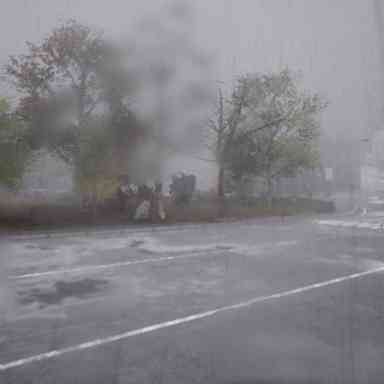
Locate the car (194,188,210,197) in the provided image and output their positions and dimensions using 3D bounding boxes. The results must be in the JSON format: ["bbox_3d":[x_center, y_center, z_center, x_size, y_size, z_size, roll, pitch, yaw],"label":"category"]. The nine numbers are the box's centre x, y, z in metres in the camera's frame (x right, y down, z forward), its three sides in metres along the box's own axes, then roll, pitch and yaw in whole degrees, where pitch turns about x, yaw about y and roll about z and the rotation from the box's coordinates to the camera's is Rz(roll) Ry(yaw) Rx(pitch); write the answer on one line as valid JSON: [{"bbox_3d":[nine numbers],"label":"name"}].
[{"bbox_3d":[2.907,0.226,65.502,2.435,2.045,5.566,-1,1,16],"label":"car"}]

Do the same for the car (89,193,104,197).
[{"bbox_3d":[-25.365,0.383,87.274,2.097,1.535,5.008,0,2,19],"label":"car"}]

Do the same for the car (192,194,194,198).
[{"bbox_3d":[0.517,0.259,67.320,2.435,2.045,5.566,-2,1,16],"label":"car"}]

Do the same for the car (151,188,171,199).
[{"bbox_3d":[-6.629,0.336,72.653,2.435,2.045,5.566,-1,1,17],"label":"car"}]

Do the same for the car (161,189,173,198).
[{"bbox_3d":[-4.292,0.574,70.658,1.946,1.575,5.366,-1,2,17],"label":"car"}]

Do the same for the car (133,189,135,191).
[{"bbox_3d":[-13.723,0.324,78.016,2.435,2.045,5.566,0,2,18],"label":"car"}]
